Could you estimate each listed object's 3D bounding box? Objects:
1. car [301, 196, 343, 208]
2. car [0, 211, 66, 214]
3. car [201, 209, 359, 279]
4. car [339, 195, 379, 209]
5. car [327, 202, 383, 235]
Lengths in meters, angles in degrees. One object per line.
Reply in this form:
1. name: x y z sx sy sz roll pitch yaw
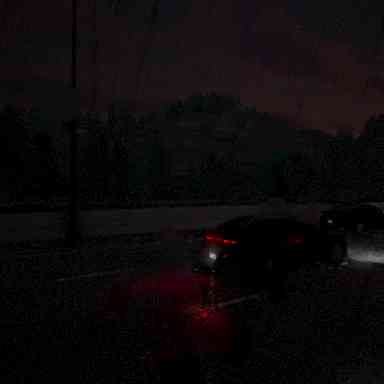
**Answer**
1. car: 16.739 1.229 42.746 5.357 1.411 2.033 0 1 -29
2. car: -9.487 1.340 18.668 4.718 1.301 1.895 0 1 -35
3. car: 2.575 1.418 9.817 4.892 1.490 1.837 1 -1 -33
4. car: 20.492 1.205 40.850 5.008 1.535 1.882 0 1 -29
5. car: 9.132 1.355 18.061 5.008 1.535 1.882 0 0 -30
